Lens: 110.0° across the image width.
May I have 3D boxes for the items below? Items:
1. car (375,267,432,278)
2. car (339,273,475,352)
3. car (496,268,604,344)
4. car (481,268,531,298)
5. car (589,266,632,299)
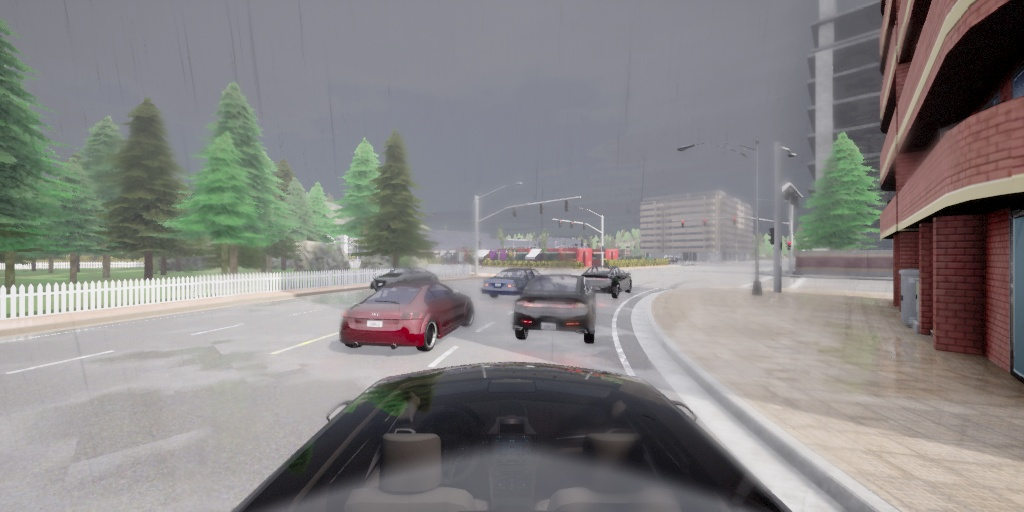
[{"bbox_3d":[-6.125,1.326,20.849,1.994,1.385,4.181,0,0,26],"label":"car"},{"bbox_3d":[-2.367,1.314,9.086,1.994,1.385,4.181,0,0,10],"label":"car"},{"bbox_3d":[1.343,1.242,9.758,2.128,1.511,4.902,0,0,14],"label":"car"},{"bbox_3d":[0.461,1.297,17.805,2.033,1.411,5.357,0,0,25],"label":"car"},{"bbox_3d":[4.834,1.236,18.319,2.128,1.511,4.902,1,1,29],"label":"car"}]
